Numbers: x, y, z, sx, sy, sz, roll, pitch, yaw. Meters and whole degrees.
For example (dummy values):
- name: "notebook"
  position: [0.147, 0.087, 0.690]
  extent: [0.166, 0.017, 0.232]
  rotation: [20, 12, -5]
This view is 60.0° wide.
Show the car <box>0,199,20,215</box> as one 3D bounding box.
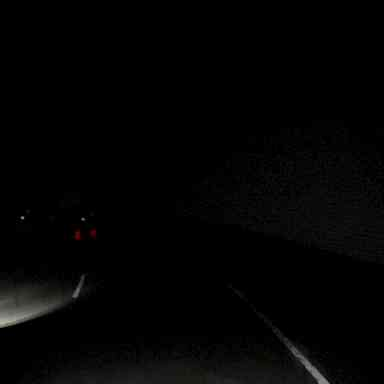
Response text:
- name: "car"
  position: [-20.951, 1.565, 36.392]
  extent: [5.008, 1.535, 1.882]
  rotation: [0, 0, 37]

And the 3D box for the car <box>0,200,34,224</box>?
- name: "car"
  position: [-13.462, 1.559, 25.276]
  extent: [1.837, 1.490, 4.892]
  rotation: [0, 0, -40]

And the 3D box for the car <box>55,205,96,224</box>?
- name: "car"
  position: [-8.957, 1.629, 25.223]
  extent: [1.895, 1.301, 4.718]
  rotation: [0, 0, -36]
